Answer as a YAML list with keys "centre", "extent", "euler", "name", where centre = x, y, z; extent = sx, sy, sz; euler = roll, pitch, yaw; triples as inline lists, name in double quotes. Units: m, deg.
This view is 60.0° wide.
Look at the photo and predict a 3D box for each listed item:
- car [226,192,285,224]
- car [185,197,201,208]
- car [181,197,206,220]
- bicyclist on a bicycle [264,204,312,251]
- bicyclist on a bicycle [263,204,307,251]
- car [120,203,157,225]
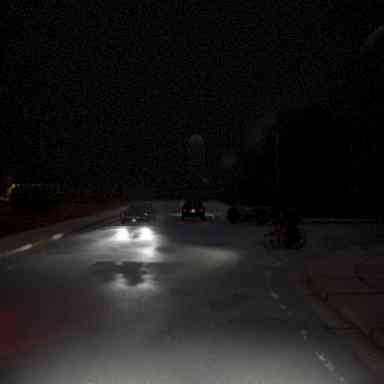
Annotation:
- centre: [4.177, 1.003, 21.799]
  extent: [1.905, 1.878, 3.866]
  euler: [-8, 4, -42]
  name: "car"
- centre: [0.118, 1.322, 43.251]
  extent: [1.895, 1.301, 4.718]
  euler: [0, 0, 0]
  name: "car"
- centre: [0.100, 1.377, 26.287]
  extent: [2.033, 1.411, 5.357]
  euler: [0, 0, 0]
  name: "car"
- centre: [3.620, 1.294, 12.526]
  extent: [1.656, 1.620, 0.582]
  euler: [-1, 1, -18]
  name: "bicyclist on a bicycle"
- centre: [3.311, 1.306, 11.981]
  extent: [1.656, 1.620, 0.582]
  euler: [-1, 1, -11]
  name: "bicyclist on a bicycle"
- centre: [-3.565, 1.447, 22.673]
  extent: [1.895, 1.301, 4.718]
  euler: [0, 0, 1]
  name: "car"
